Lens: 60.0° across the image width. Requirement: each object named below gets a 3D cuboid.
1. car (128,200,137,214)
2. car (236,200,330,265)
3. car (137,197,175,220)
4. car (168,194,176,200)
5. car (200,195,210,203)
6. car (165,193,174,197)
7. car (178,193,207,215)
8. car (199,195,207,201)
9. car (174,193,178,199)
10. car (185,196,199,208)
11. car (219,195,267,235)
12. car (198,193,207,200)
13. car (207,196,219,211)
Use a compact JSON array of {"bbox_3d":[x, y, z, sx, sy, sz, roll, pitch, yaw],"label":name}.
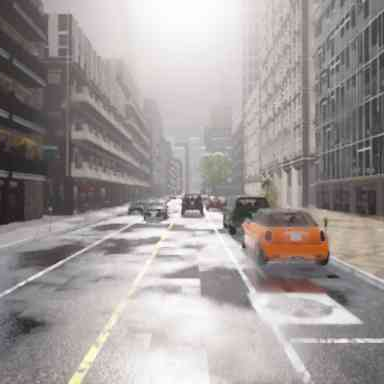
[{"bbox_3d":[-5.309,1.486,33.807,1.947,1.339,4.313,1,0,0],"label":"car"},{"bbox_3d":[2.989,1.324,11.664,2.097,1.767,4.553,0,0,0],"label":"car"},{"bbox_3d":[-2.845,1.426,27.182,2.128,1.511,4.902,0,0,0],"label":"car"},{"bbox_3d":[-5.427,1.373,90.272,1.947,1.339,4.313,1,0,0],"label":"car"},{"bbox_3d":[2.586,1.398,67.592,2.008,1.369,4.403,1,0,0],"label":"car"},{"bbox_3d":[-5.261,1.374,67.516,1.752,1.417,4.829,1,0,0],"label":"car"},{"bbox_3d":[0.058,1.140,33.260,2.150,2.045,5.566,0,0,1],"label":"car"},{"bbox_3d":[2.590,1.371,78.895,1.887,1.381,4.507,1,0,0],"label":"car"},{"bbox_3d":[-2.739,0.986,68.005,1.812,1.442,4.674,0,0,0],"label":"car"},{"bbox_3d":[0.040,1.394,47.885,1.837,1.490,4.892,0,1,1],"label":"car"},{"bbox_3d":[2.983,1.182,18.724,2.150,2.045,5.566,0,0,0],"label":"car"},{"bbox_3d":[2.628,1.131,84.547,2.192,1.841,5.009,1,0,0],"label":"car"},{"bbox_3d":[2.583,1.347,39.329,1.967,1.590,4.097,1,0,0],"label":"car"}]
